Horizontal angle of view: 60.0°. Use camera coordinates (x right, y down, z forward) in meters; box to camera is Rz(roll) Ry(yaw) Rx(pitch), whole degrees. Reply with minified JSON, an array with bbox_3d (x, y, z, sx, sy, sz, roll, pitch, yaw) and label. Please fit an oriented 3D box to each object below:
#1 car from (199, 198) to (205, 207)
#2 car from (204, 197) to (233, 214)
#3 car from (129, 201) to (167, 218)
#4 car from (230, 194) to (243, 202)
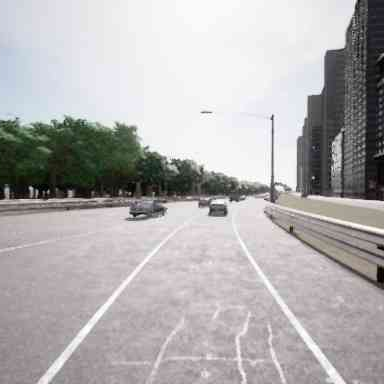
[{"bbox_3d":[2.370,1.636,53.505,2.128,1.511,4.902,0,0,15],"label":"car"},{"bbox_3d":[2.957,1.581,36.104,2.128,1.511,4.902,0,0,9],"label":"car"},{"bbox_3d":[-3.902,1.549,30.336,2.033,1.411,5.357,1,0,15],"label":"car"},{"bbox_3d":[10.880,1.581,84.950,2.150,2.045,5.566,1,0,15],"label":"car"}]
